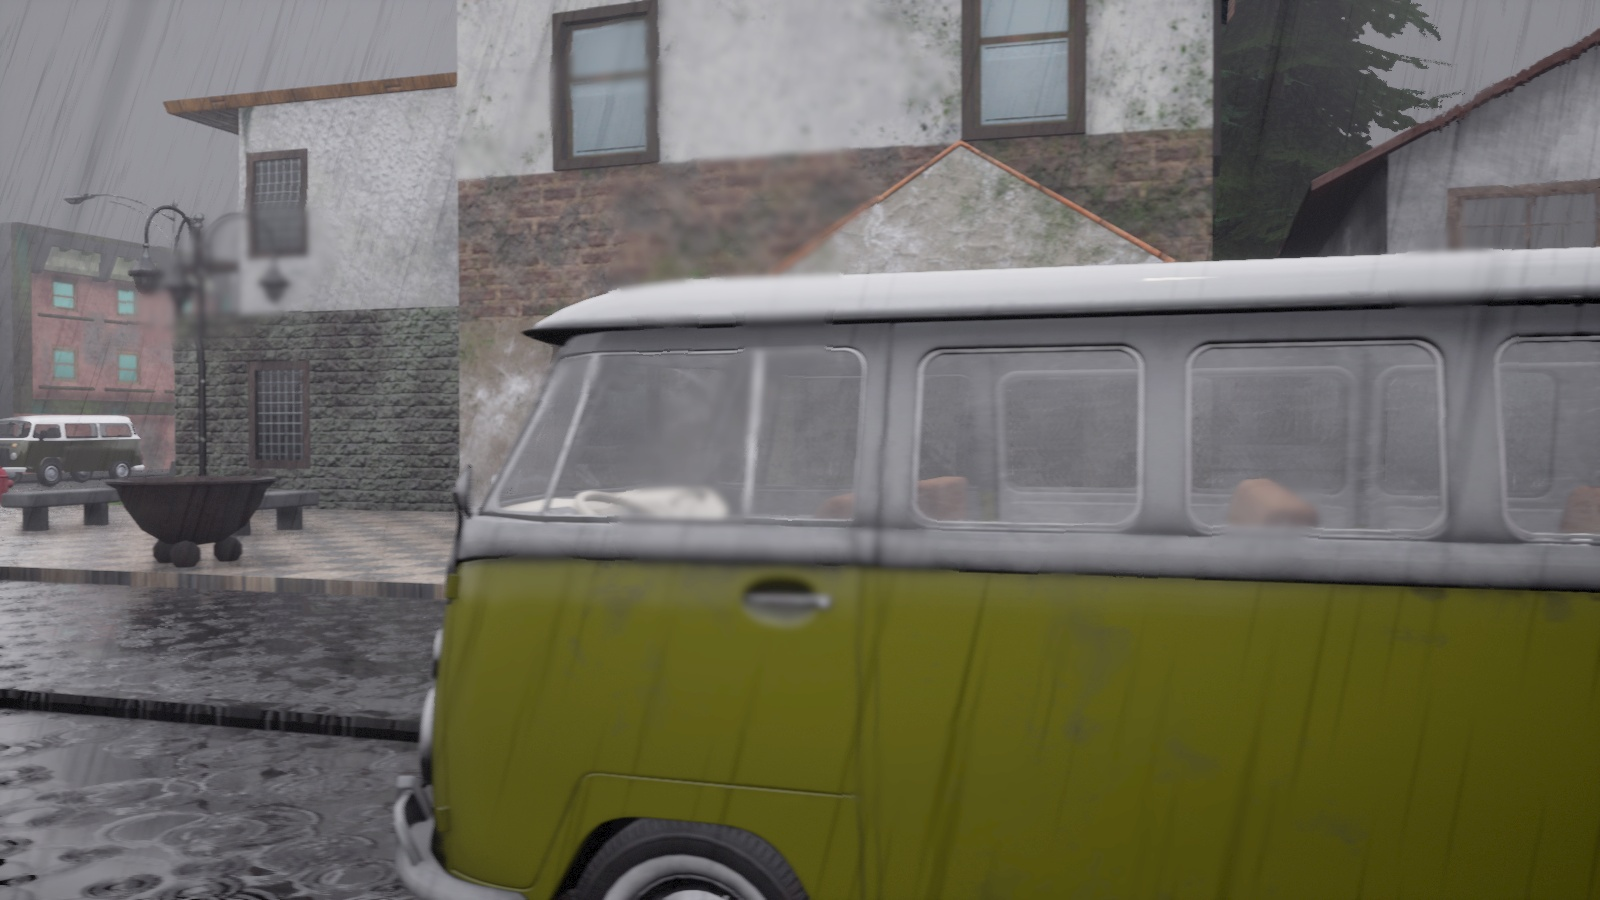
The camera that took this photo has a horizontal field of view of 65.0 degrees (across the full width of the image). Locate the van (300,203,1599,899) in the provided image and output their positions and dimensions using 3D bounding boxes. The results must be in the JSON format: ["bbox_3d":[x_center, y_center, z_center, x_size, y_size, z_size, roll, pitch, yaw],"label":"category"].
[{"bbox_3d":[1.149,0.530,3.297,4.442,1.987,1.775,1,1,17],"label":"van"}]

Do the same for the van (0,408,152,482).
[{"bbox_3d":[-21.626,-0.175,36.883,2.069,2.038,4.480,1,1,18],"label":"van"}]
